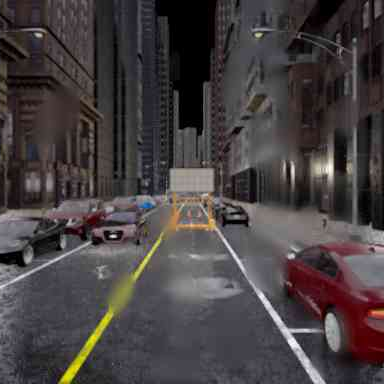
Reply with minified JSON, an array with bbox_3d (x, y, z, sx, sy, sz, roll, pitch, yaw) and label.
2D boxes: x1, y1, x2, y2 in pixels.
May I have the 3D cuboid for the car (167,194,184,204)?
[{"bbox_3d":[-3.018,1.513,61.420,1.837,1.490,4.892,0,0,0],"label":"car"}]

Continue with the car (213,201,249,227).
[{"bbox_3d":[2.759,1.553,22.663,1.947,1.339,4.313,0,0,0],"label":"car"}]

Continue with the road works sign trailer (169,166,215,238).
[{"bbox_3d":[-0.005,0.454,17.512,2.380,3.560,2.880,0,0,0],"label":"road works sign trailer"}]

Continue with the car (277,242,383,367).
[{"bbox_3d":[2.764,1.541,5.856,1.887,1.381,4.507,0,0,0],"label":"car"}]

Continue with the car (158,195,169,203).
[{"bbox_3d":[-5.779,1.425,67.461,1.967,1.590,4.097,0,0,0],"label":"car"}]

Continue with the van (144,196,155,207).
[{"bbox_3d":[-5.770,1.324,39.452,1.690,1.788,3.998,0,0,0],"label":"van"}]

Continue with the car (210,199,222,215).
[{"bbox_3d":[2.757,1.552,28.265,1.947,1.339,4.313,0,0,0],"label":"car"}]

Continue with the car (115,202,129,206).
[{"bbox_3d":[-5.766,1.569,22.647,1.802,1.307,4.206,0,0,0],"label":"car"}]

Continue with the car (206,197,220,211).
[{"bbox_3d":[2.756,1.535,33.866,2.008,1.369,4.403,0,0,0],"label":"car"}]

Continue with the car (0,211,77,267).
[{"bbox_3d":[-5.763,1.559,11.444,1.947,1.339,4.313,0,0,0],"label":"car"}]

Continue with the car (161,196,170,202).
[{"bbox_3d":[-5.781,1.568,73.062,1.802,1.307,4.206,0,0,0],"label":"car"}]

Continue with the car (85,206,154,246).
[{"bbox_3d":[-3.104,1.555,15.122,1.994,1.385,4.181,0,0,0],"label":"car"}]

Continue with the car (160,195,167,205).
[{"bbox_3d":[-5.776,1.423,56.258,1.967,1.590,4.097,0,0,0],"label":"car"}]

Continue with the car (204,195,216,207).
[{"bbox_3d":[2.754,1.423,39.469,1.967,1.590,4.097,0,0,0],"label":"car"}]

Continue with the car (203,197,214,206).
[{"bbox_3d":[2.749,1.566,56.275,1.802,1.307,4.206,0,0,0],"label":"car"}]

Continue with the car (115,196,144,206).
[{"bbox_3d":[-5.767,1.300,28.249,2.192,1.841,5.009,0,0,0],"label":"car"}]

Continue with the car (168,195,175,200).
[{"bbox_3d":[-5.787,1.518,95.299,1.752,1.417,4.829,0,0,0],"label":"car"}]

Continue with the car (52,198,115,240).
[{"bbox_3d":[-5.764,1.305,17.046,2.192,1.841,5.009,0,0,0],"label":"car"}]

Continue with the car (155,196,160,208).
[{"bbox_3d":[-5.773,1.508,44.884,1.752,1.417,4.829,0,0,0],"label":"car"}]

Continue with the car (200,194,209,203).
[{"bbox_3d":[2.751,1.298,50.673,2.192,1.841,5.009,0,0,0],"label":"car"}]

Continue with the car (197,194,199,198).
[{"bbox_3d":[2.742,1.569,78.684,1.802,1.307,4.206,0,0,0],"label":"car"}]
